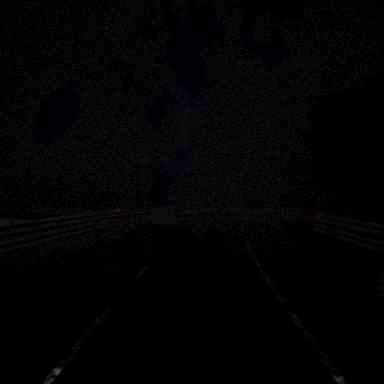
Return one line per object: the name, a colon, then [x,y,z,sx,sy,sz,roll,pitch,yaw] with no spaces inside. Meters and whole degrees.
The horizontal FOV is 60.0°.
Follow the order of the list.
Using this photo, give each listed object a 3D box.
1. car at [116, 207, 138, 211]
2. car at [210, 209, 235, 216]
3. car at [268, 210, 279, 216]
car: [-8.832,2.960,49.169,4.902,1.511,2.128,3,-4,-36]
car: [5.661,3.806,61.669,2.033,1.411,5.357,-3,-5,44]
car: [19.730,4.950,79.443,1.895,1.301,4.718,-2,-4,30]
